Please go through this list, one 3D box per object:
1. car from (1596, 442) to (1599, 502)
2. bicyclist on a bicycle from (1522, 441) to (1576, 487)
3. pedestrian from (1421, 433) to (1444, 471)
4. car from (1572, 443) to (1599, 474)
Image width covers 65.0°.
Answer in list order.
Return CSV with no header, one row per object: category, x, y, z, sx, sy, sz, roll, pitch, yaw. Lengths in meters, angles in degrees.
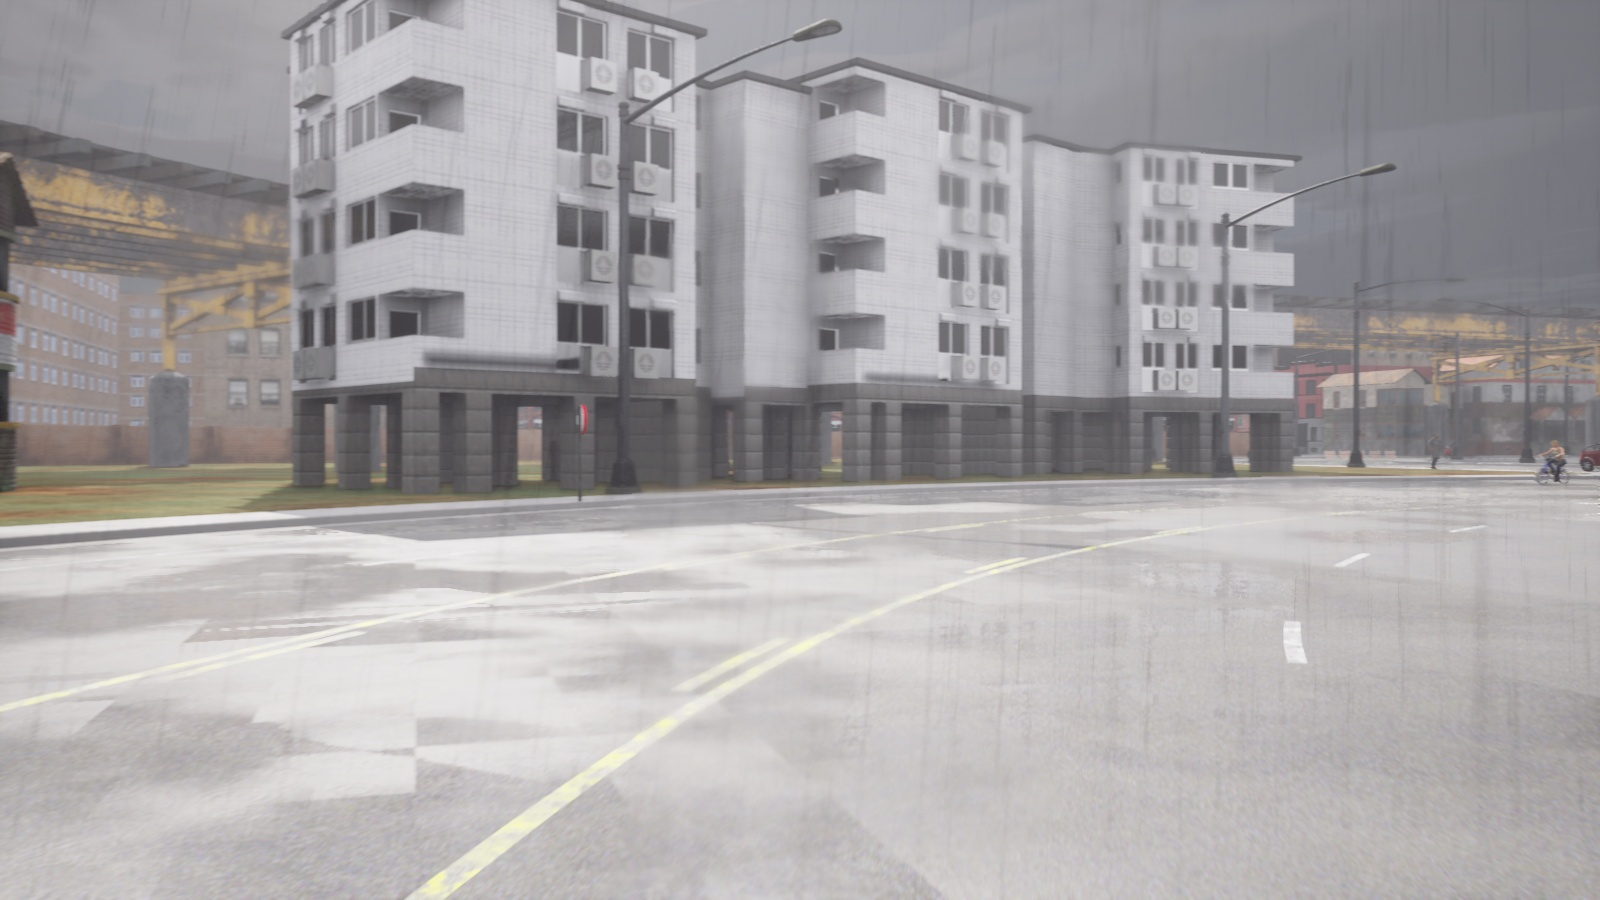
car,22.896,0.566,32.082,4.902,1.511,2.128,0,0,-27
bicyclist on a bicycle,26.717,0.482,44.819,1.509,1.612,0.866,0,0,-18
pedestrian,32.903,0.097,65.355,0.659,1.952,0.873,0,0,-8
car,41.685,0.444,63.991,1.789,1.549,3.705,0,0,-18
